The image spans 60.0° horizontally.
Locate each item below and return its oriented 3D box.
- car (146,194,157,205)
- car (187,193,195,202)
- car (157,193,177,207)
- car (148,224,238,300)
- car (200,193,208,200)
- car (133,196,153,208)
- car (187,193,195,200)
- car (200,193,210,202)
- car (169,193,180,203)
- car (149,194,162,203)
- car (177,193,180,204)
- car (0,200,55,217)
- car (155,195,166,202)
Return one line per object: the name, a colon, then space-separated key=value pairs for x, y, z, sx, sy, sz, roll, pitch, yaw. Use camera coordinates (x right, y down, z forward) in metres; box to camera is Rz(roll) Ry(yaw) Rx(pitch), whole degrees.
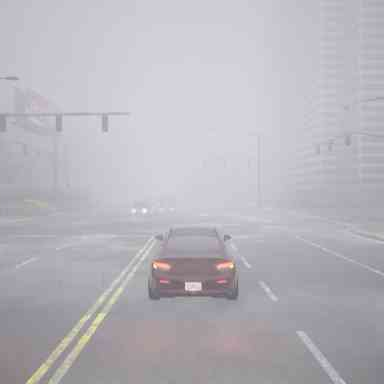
car: x=-7.306 y=1.522 z=56.991 sx=1.812 sy=1.442 sz=4.674 roll=0 pitch=0 yaw=0
car: x=-0.308 y=1.579 z=78.440 sx=1.895 sy=1.301 sz=4.718 roll=0 pitch=0 yaw=0
car: x=-3.828 y=1.218 z=51.239 sx=2.150 sy=2.045 sz=5.566 roll=0 pitch=0 yaw=-4
car: x=0.033 y=1.525 z=8.264 sx=1.812 sy=1.442 sz=4.674 roll=0 pitch=0 yaw=0
car: x=3.152 y=1.179 z=88.360 sx=2.097 sy=1.767 sz=4.553 roll=0 pitch=0 yaw=0
car: x=-7.278 y=1.598 z=48.165 sx=1.895 sy=1.301 sz=4.718 roll=0 pitch=0 yaw=0
car: x=-0.348 y=1.179 z=88.345 sx=2.097 sy=1.767 sz=4.553 roll=0 pitch=0 yaw=0
car: x=3.193 y=1.511 z=78.072 sx=2.128 sy=1.511 sz=4.902 roll=0 pitch=0 yaw=0
car: x=-3.782 y=1.221 z=72.025 sx=2.150 sy=2.045 sz=5.566 roll=0 pitch=0 yaw=0
car: x=-7.287 y=1.348 z=67.043 sx=2.097 sy=1.767 sz=4.553 roll=0 pitch=0 yaw=0
car: x=-3.804 y=1.218 z=61.597 sx=2.150 sy=2.045 sz=5.566 roll=0 pitch=0 yaw=0
car: x=-15.515 y=1.476 z=31.234 sx=5.008 sy=1.535 sz=1.882 roll=0 pitch=0 yaw=-1
car: x=-7.304 y=1.520 z=77.458 sx=2.128 sy=1.511 sz=4.902 roll=0 pitch=0 yaw=0
